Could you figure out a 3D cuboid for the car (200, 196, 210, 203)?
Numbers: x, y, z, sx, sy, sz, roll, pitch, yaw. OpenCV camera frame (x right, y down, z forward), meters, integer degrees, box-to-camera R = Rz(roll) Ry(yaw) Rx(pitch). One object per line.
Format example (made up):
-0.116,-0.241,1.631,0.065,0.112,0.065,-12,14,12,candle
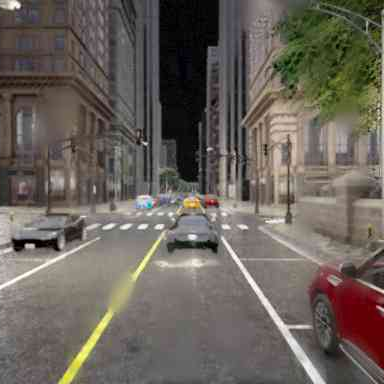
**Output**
2.613,1.535,67.942,2.008,1.369,4.403,0,0,0,car

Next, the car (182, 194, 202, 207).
0.005,1.455,43.831,1.882,1.535,5.008,0,0,0,car

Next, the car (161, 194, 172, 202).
-5.938,1.321,78.798,2.192,1.841,5.009,0,0,0,car

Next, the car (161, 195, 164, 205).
-5.875,1.535,51.591,1.887,1.381,4.507,0,0,0,car

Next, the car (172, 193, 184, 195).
-3.163,1.459,72.873,1.837,1.490,4.892,0,0,0,car

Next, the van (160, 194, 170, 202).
-5.925,1.343,73.357,1.690,1.788,3.998,0,0,0,van

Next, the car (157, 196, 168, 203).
-5.913,1.544,67.915,1.887,1.381,4.507,0,0,0,car

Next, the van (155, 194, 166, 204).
-5.900,1.337,62.474,1.690,1.788,3.998,0,0,0,van

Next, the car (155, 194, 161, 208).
-5.862,1.428,46.150,1.967,1.590,4.097,0,0,0,car

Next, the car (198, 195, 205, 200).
2.562,1.541,89.704,1.887,1.381,4.507,0,0,0,car

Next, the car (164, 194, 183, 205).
-3.171,1.479,56.957,2.128,1.511,4.902,0,0,1,car

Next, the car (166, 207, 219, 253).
0.046,1.552,13.745,1.994,1.385,4.181,0,0,1,car

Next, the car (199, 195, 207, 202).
2.588,1.430,78.823,1.967,1.590,4.097,0,0,0,car

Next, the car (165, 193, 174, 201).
-5.963,1.327,89.680,2.192,1.841,5.009,0,0,0,car

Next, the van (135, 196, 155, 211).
-5.850,1.329,40.710,1.690,1.788,3.998,0,0,0,van

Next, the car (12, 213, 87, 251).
-5.787,1.564,14.052,1.947,1.339,4.313,0,0,0,car

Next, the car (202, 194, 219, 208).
2.663,1.288,46.179,2.192,1.841,5.009,0,0,0,car

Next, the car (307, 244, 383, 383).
2.763,1.308,3.035,2.192,1.841,5.009,0,0,0,car

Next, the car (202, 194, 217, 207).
2.650,1.290,51.620,2.192,1.841,5.009,0,0,0,car
